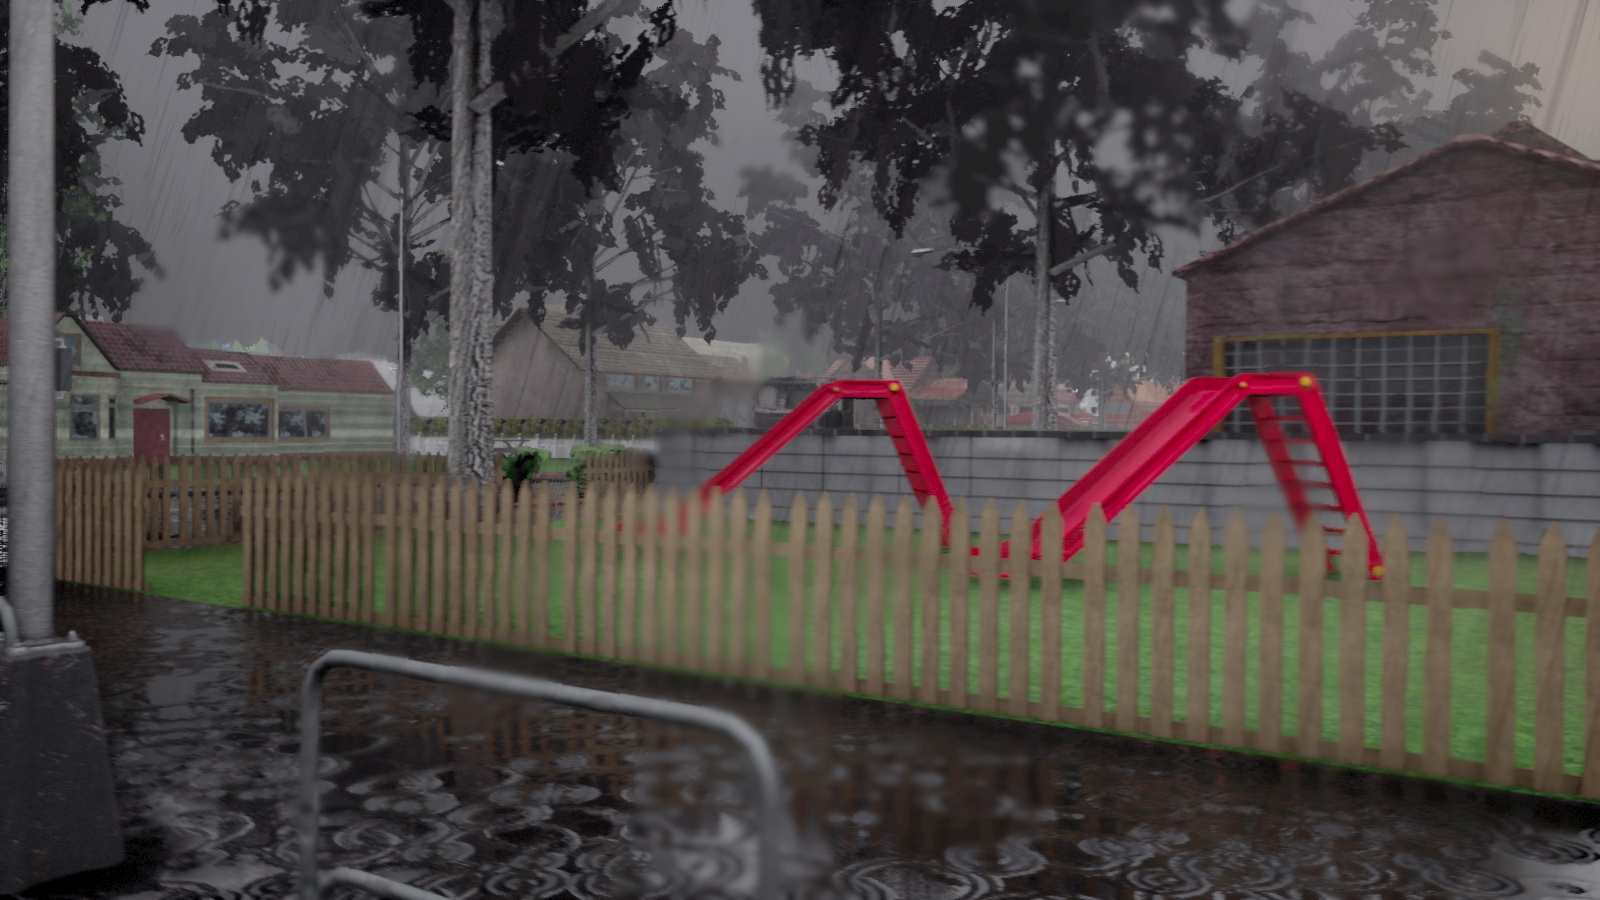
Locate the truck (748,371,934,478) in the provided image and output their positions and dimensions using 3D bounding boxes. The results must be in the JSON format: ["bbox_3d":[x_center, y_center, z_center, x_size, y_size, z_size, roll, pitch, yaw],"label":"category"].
[{"bbox_3d":[1.659,-0.895,45.052,2.891,3.462,7.936,0,1,34],"label":"truck"}]
